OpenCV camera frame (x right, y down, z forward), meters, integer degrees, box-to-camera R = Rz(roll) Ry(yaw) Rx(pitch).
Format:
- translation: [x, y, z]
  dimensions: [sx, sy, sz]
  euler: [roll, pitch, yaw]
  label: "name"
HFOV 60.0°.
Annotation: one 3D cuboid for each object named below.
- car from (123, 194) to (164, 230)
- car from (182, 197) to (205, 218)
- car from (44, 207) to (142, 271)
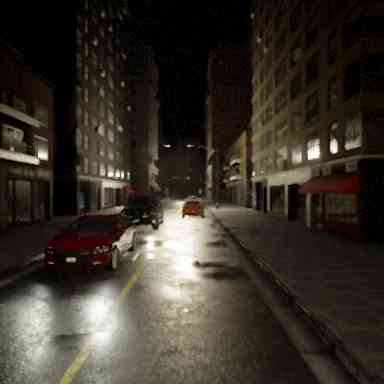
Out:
- translation: [-3.016, 1.198, 21.098]
  dimensions: [2.150, 2.045, 5.566]
  euler: [0, 0, 0]
  label: "car"
- translation: [0.100, 1.449, 29.602]
  dimensions: [1.882, 1.535, 5.008]
  euler: [0, 0, 0]
  label: "car"
- translation: [-3.090, 1.467, 11.030]
  dimensions: [1.882, 1.535, 5.008]
  euler: [0, 0, 0]
  label: "car"
